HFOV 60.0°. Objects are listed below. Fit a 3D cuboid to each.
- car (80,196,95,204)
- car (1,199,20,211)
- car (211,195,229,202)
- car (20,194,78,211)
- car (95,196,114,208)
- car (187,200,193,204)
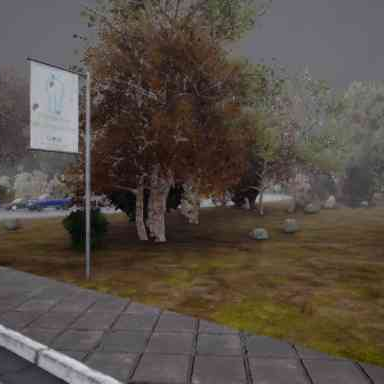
[{"bbox_3d":[-14.835,1.319,48.724,2.097,1.767,4.553,0,0,38],"label":"car"},{"bbox_3d":[-20.819,1.499,41.105,1.837,1.490,4.892,0,0,38],"label":"car"},{"bbox_3d":[5.662,1.361,65.107,2.033,1.411,5.357,0,0,31],"label":"car"},{"bbox_3d":[-17.119,1.212,40.129,2.150,2.045,5.566,0,0,39],"label":"car"},{"bbox_3d":[-11.024,1.312,47.930,2.097,1.767,4.553,0,0,37],"label":"car"},{"bbox_3d":[-0.826,1.493,55.499,1.895,1.301,4.718,0,0,35],"label":"car"}]
